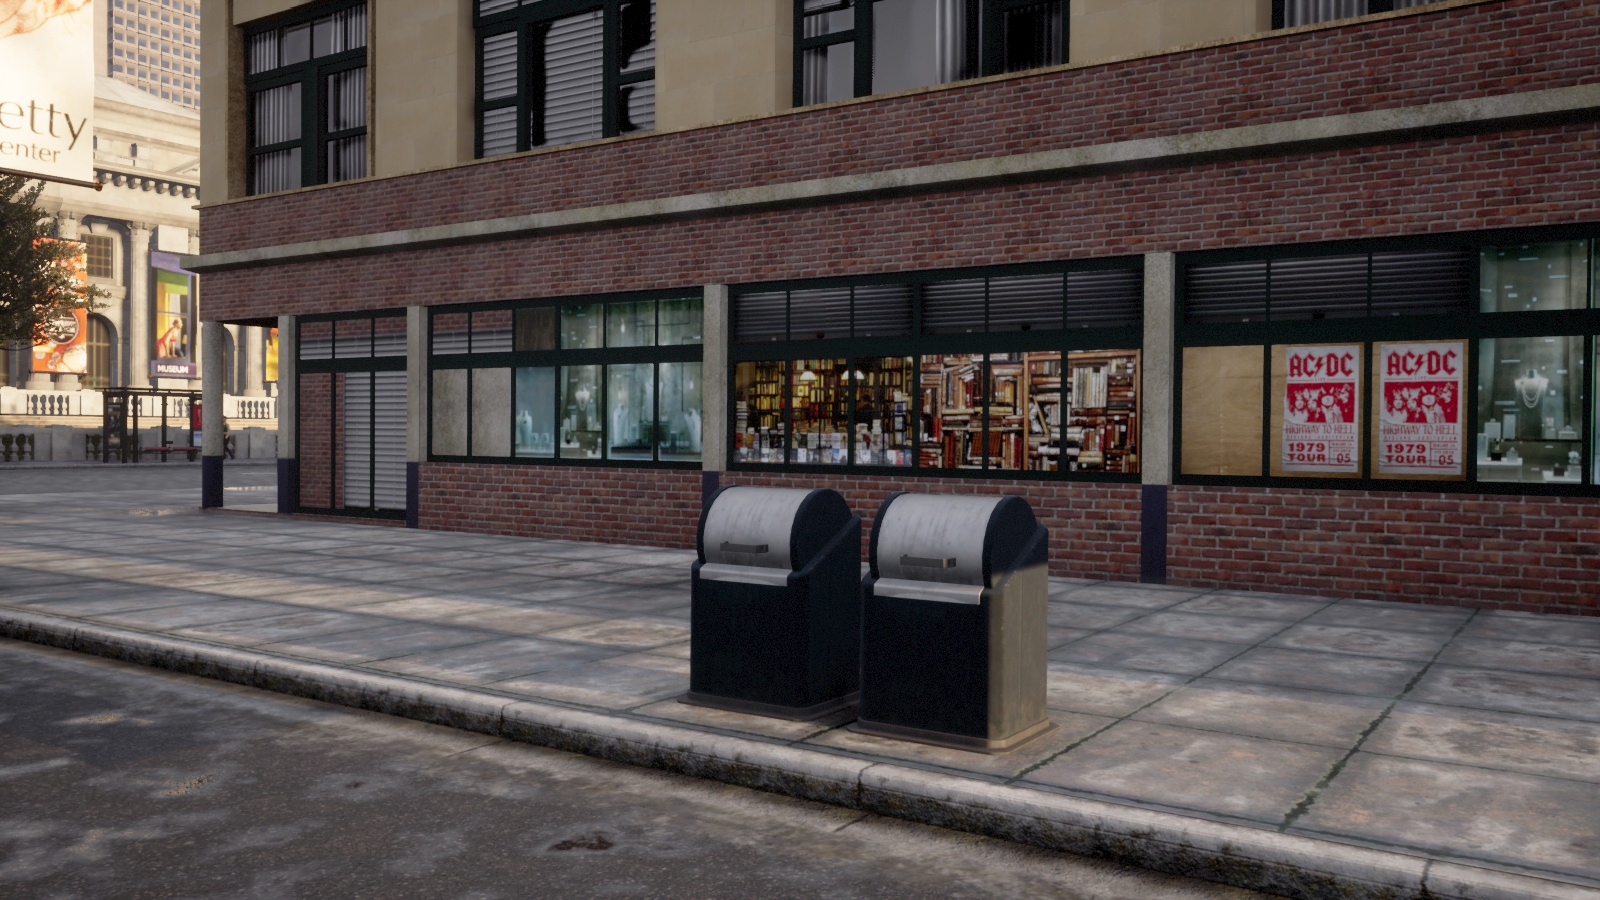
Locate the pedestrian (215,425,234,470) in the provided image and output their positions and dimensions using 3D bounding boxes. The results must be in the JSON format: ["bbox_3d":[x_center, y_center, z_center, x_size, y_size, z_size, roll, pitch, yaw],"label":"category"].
[{"bbox_3d":[-23.792,-0.105,51.903,0.345,1.836,0.594,0,1,27],"label":"pedestrian"}]
